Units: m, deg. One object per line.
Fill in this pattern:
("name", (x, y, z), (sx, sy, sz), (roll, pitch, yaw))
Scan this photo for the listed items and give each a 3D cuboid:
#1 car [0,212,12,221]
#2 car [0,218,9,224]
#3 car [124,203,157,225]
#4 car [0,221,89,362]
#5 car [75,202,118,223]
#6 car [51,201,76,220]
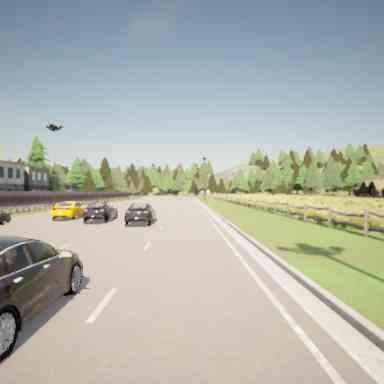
("car", (-14.133, 1.666, 21.965), (2.033, 1.411, 5.357), (0, 0, -1))
("car", (-6.976, 1.621, 8.641), (1.994, 1.385, 4.181), (0, 0, -1))
("car", (-3.658, 1.531, 24.177), (2.128, 1.511, 4.902), (0, 0, -1))
("car", (-3.443, 1.534, 5.864), (1.837, 1.490, 4.892), (0, 0, -1))
("car", (-7.186, 1.559, 26.448), (2.128, 1.511, 4.902), (0, 0, -1))
("car", (-10.721, 1.573, 29.432), (1.882, 1.535, 5.008), (0, 0, -1))
